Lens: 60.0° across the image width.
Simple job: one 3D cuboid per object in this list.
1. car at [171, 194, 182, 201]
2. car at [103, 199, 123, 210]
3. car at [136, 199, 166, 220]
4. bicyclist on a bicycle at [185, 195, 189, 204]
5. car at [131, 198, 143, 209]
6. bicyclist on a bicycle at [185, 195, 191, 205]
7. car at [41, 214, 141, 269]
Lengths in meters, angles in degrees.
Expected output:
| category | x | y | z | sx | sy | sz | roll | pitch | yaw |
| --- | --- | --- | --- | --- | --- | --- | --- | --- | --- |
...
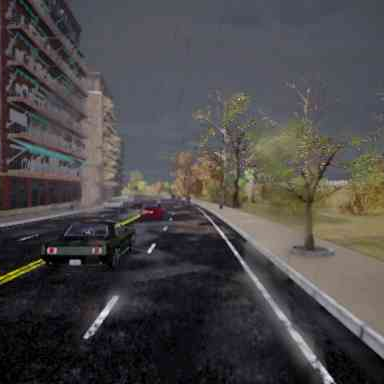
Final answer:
| category | x | y | z | sx | sy | sz | roll | pitch | yaw |
| --- | --- | --- | --- | --- | --- | --- | --- | --- | --- |
| car | -3.627 | 1.524 | 85.175 | 2.128 | 1.511 | 4.902 | 0 | 0 | -6 |
| car | -10.518 | 1.648 | 44.368 | 1.895 | 1.301 | 4.718 | 0 | 0 | -2 |
| car | -3.329 | 1.595 | 28.848 | 1.994 | 1.385 | 4.181 | 0 | 0 | -1 |
| bicyclist on a bicycle | -1.065 | 1.426 | 66.282 | 0.659 | 1.776 | 1.843 | 0 | 0 | -4 |
| car | -7.357 | 1.595 | 46.625 | 2.033 | 1.411 | 5.357 | 0 | 0 | -2 |
| bicyclist on a bicycle | -0.456 | 1.504 | 57.406 | 0.582 | 1.620 | 1.656 | 0 | 0 | -4 |
| car | -3.147 | 1.613 | 11.196 | 1.895 | 1.301 | 4.718 | 0 | 0 | 0 |
